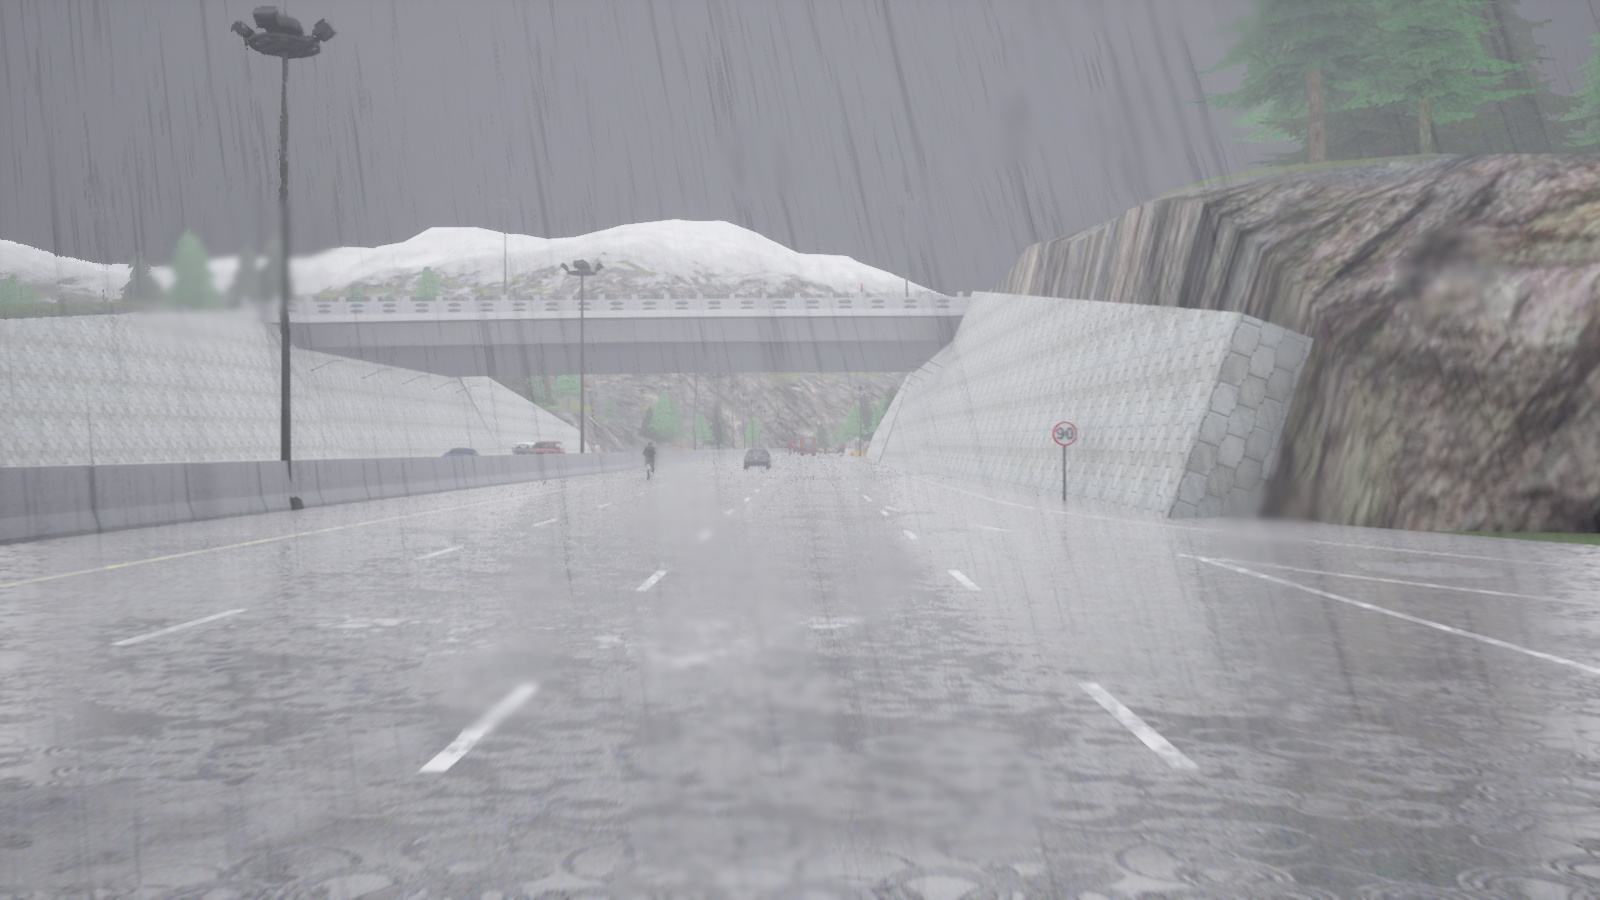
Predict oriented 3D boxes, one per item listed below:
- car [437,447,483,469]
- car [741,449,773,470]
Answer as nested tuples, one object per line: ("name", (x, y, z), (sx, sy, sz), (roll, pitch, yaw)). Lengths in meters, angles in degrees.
("car", (-23.975, 0.536, 88.686), (1.882, 1.535, 5.008), (0, 0, 0))
("car", (-2.976, 0.623, 88.477), (2.033, 1.411, 5.357), (0, 0, 0))
